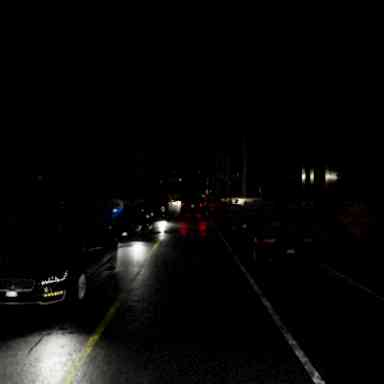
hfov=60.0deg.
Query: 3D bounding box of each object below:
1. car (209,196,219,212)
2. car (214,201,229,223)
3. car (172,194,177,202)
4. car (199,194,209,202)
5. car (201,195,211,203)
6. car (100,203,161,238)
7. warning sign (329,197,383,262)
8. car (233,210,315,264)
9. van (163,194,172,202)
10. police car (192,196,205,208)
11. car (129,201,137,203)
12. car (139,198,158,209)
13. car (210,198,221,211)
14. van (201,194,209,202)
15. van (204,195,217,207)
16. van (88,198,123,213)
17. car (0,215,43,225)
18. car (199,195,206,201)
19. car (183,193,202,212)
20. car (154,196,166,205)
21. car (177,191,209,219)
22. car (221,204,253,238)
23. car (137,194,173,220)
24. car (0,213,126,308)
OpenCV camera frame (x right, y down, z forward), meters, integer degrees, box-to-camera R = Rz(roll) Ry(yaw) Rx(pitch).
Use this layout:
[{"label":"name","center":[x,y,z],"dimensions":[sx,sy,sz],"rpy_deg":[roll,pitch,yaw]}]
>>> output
[{"label":"car","center":[2.769,1.532,39.215],"dimensions":[1.887,1.381,4.507],"rpy_deg":[0,0,0]},{"label":"car","center":[2.774,1.535,22.638],"dimensions":[1.887,1.381,4.507],"rpy_deg":[0,0,0]},{"label":"car","center":[-3.002,1.544,71.710],"dimensions":[1.895,1.301,4.718],"rpy_deg":[0,0,0]},{"label":"car","center":[2.759,1.296,77.893],"dimensions":[2.192,1.841,5.009],"rpy_deg":[0,0,0]},{"label":"car","center":[2.762,1.423,66.842],"dimensions":[1.967,1.590,4.097],"rpy_deg":[0,0,0]},{"label":"car","center":[-3.099,1.540,17.938],"dimensions":[2.033,1.411,5.357],"rpy_deg":[0,0,0]},{"label":"warning sign","center":[5.071,1.109,10.202],"dimensions":[1.300,1.860,1.060],"rpy_deg":[0,0,0]},{"label":"car","center":[2.776,1.539,11.588],"dimensions":[1.887,1.381,4.507],"rpy_deg":[0,0,0]},{"label":"van","center":[-5.771,1.323,77.905],"dimensions":[1.690,1.788,3.998],"rpy_deg":[0,0,0]},{"label":"police car","center":[0.899,1.411,50.316],"dimensions":[1.930,1.638,5.238],"rpy_deg":[0,0,0]},{"label":"car","center":[-5.776,1.571,33.705],"dimensions":[1.802,1.307,4.206],"rpy_deg":[0,0,0]},{"label":"car","center":[-5.774,1.538,44.755],"dimensions":[2.008,1.369,4.403],"rpy_deg":[0,0,0]},{"label":"car","center":[2.772,1.515,28.334],"dimensions":[1.752,1.417,4.829],"rpy_deg":[0,0,0]},{"label":"van","center":[2.761,1.323,72.367],"dimensions":[1.690,1.788,3.998],"rpy_deg":[0,0,0]},{"label":"van","center":[2.766,1.326,50.265],"dimensions":[1.690,1.788,3.998],"rpy_deg":[0,0,0]},{"label":"van","center":[-5.778,1.333,22.655],"dimensions":[1.690,1.788,3.998],"rpy_deg":[0,0,0]},{"label":"car","center":[-5.779,1.539,11.606],"dimensions":[1.887,1.381,4.507],"rpy_deg":[0,0,0]},{"label":"car","center":[2.757,1.527,88.943],"dimensions":[1.887,1.381,4.507],"rpy_deg":[0,0,0]},{"label":"car","center":[0.088,1.210,39.880],"dimensions":[2.150,2.045,5.566],"rpy_deg":[0,0,0]},{"label":"car","center":[-5.772,1.510,61.160],"dimensions":[1.752,1.417,4.829],"rpy_deg":[0,0,0]},{"label":"car","center":[0.094,1.211,29.011],"dimensions":[2.150,2.045,5.566],"rpy_deg":[0,0,1]},{"label":"car","center":[2.775,1.537,17.113],"dimensions":[1.887,1.381,4.507],"rpy_deg":[0,0,0]},{"label":"car","center":[-3.059,1.342,28.237],"dimensions":[2.097,1.767,4.553],"rpy_deg":[0,0,0]},{"label":"car","center":[-3.101,1.501,8.146],"dimensions":[1.837,1.490,4.892],"rpy_deg":[0,0,0]}]
